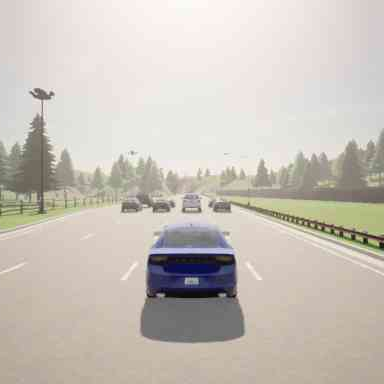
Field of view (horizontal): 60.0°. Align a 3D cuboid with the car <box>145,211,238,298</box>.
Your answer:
[{"bbox_3d":[-0.009,1.478,8.556,1.882,1.535,5.008,0,0,0],"label":"car"}]

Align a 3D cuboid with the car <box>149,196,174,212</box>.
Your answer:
[{"bbox_3d":[-3.542,1.505,39.161,1.837,1.490,4.892,0,0,0],"label":"car"}]

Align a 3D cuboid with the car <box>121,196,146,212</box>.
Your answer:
[{"bbox_3d":[-7.042,1.505,39.157,1.837,1.490,4.892,0,0,0],"label":"car"}]

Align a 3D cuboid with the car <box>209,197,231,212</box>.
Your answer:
[{"bbox_3d":[3.458,1.491,39.168,2.128,1.511,4.902,0,0,0],"label":"car"}]

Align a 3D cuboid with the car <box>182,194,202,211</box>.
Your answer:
[{"bbox_3d":[-0.042,1.221,39.195,2.150,2.045,5.566,0,0,0],"label":"car"}]

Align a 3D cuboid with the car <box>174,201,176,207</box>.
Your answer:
[{"bbox_3d":[-3.553,1.564,49.580,1.994,1.385,4.181,0,0,0],"label":"car"}]

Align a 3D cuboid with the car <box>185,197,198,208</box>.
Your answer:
[{"bbox_3d":[-0.053,1.478,49.584,1.882,1.535,5.008,0,0,0],"label":"car"}]

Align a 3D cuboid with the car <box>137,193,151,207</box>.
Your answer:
[{"bbox_3d":[-7.053,1.221,49.607,2.150,2.045,5.566,0,0,0],"label":"car"}]
